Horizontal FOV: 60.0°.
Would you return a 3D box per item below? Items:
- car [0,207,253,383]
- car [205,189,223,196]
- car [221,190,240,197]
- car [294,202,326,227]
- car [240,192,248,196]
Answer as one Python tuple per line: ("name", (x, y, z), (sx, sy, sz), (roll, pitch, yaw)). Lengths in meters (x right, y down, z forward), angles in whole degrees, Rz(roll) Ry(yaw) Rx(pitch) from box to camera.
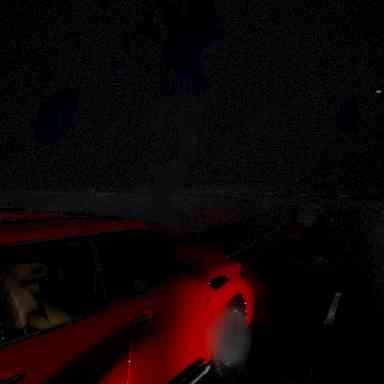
("car", (-1.303, 1.171, 3.051), (2.150, 2.045, 5.566), (1, 1, 31))
("car", (6.471, 0.546, 94.932), (2.033, 1.411, 5.357), (1, 1, -24))
("car", (9.800, 0.666, 85.273), (1.837, 1.490, 4.892), (1, 1, -18))
("car", (7.708, 1.387, 21.850), (1.812, 1.442, 4.674), (1, 1, 20))
("car", (12.855, 0.710, 87.247), (2.128, 1.511, 4.902), (1, 1, -18))
